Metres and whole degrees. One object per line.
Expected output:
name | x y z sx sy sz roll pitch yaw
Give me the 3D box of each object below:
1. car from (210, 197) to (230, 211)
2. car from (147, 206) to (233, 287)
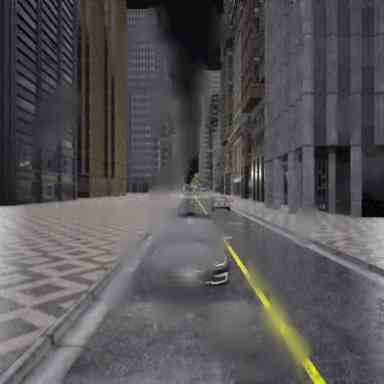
car | 2.886 1.208 34.801 2.033 1.411 5.357 0 1 0
car | -0.056 1.409 9.341 1.837 1.490 4.892 0 2 0
